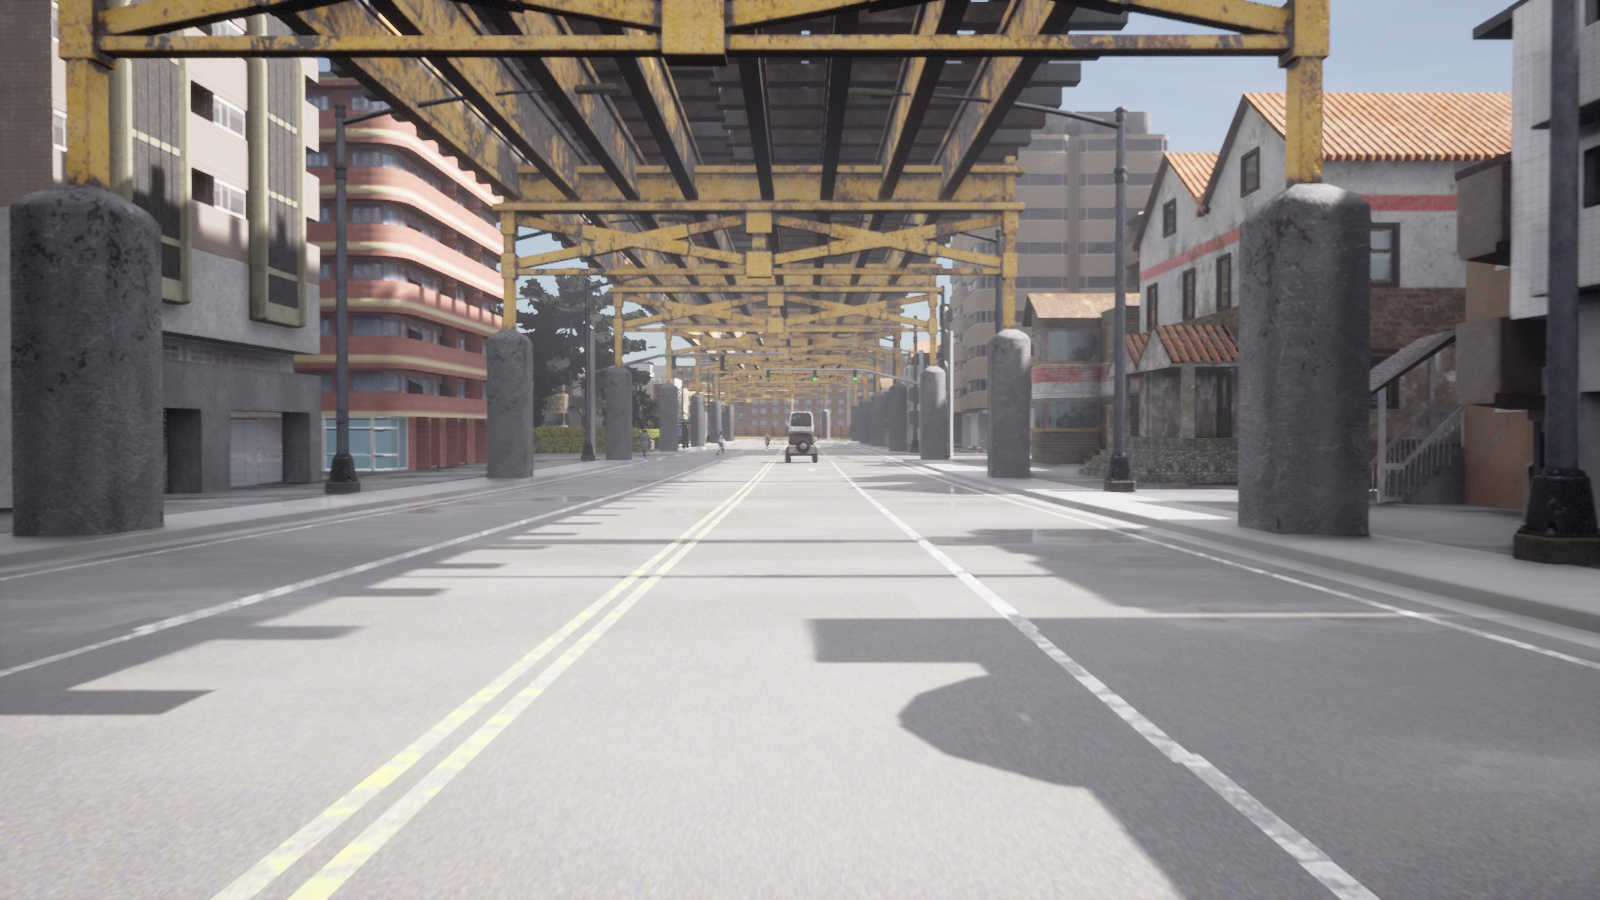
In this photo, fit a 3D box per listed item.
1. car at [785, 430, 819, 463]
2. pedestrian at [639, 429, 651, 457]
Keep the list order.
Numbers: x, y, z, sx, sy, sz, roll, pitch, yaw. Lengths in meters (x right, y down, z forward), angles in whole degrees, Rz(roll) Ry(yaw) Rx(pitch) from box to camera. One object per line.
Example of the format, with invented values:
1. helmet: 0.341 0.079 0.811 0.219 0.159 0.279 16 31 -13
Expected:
1. car: 0.115 -0.224 74.170 1.905 1.878 3.866 0 1 0
2. pedestrian: -10.718 -0.480 86.796 0.659 1.952 0.873 0 1 -21
